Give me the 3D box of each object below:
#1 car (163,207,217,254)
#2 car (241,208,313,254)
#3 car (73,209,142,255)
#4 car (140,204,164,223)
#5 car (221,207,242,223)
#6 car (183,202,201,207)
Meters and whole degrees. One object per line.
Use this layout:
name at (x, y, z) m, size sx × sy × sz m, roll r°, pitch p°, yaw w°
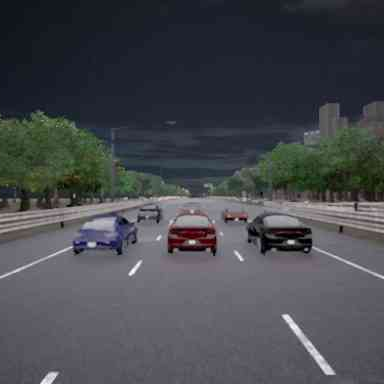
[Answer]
car at (0.026, 1.635, 14.220) m, size 1.882 × 1.535 × 5.008 m, roll 0°, pitch 0°, yaw 0°
car at (3.525, 1.635, 14.231) m, size 1.882 × 1.535 × 5.008 m, roll 0°, pitch 0°, yaw 0°
car at (-3.476, 1.679, 13.890) m, size 1.812 × 1.442 × 4.674 m, roll 0°, pitch 0°, yaw 1°
car at (-3.483, 1.798, 28.490) m, size 2.128 × 1.511 × 4.902 m, roll 0°, pitch 0°, yaw 0°
car at (3.515, 1.904, 28.235) m, size 1.895 × 1.301 × 4.718 m, roll 0°, pitch -1°, yaw 0°
car at (0.018, 1.655, 28.418) m, size 2.097 × 1.767 × 4.553 m, roll 0°, pitch -1°, yaw 0°
